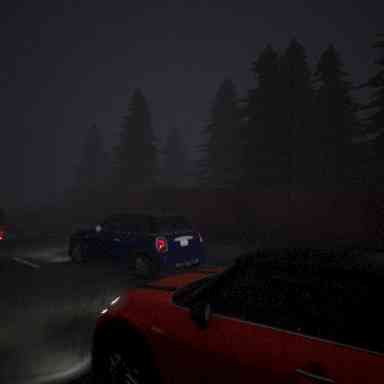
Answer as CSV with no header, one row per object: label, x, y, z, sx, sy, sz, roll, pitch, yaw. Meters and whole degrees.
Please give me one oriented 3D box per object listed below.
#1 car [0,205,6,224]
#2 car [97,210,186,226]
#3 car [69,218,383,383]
car,-14.992,1.531,24.455,2.128,1.511,4.902,0,0,-37
car,-1.832,1.376,10.224,4.553,1.767,2.097,0,0,40
car,1.012,1.363,3.461,4.553,1.767,2.097,0,0,36
